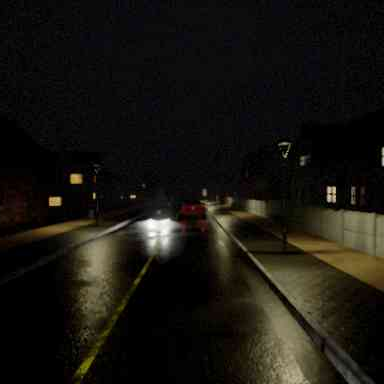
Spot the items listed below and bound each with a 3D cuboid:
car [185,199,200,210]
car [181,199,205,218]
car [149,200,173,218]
[{"bbox_3d":[0.041,1.647,44.787,1.895,1.301,4.718,0,0,0],"label":"car"},{"bbox_3d":[0.084,1.369,29.967,2.097,1.767,4.553,0,0,0],"label":"car"},{"bbox_3d":[-2.772,1.510,30.532,2.128,1.511,4.902,0,0,0],"label":"car"}]
